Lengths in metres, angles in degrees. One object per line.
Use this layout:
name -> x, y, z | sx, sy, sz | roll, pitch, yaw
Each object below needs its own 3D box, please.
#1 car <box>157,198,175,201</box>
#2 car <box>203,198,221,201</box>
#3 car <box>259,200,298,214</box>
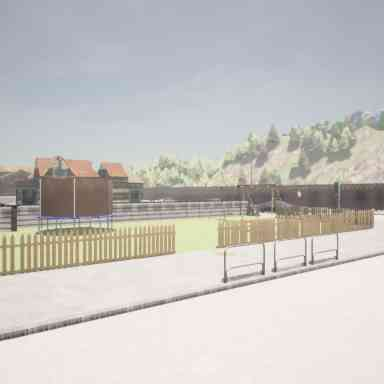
car -> -3.843, 1.601, 52.908 | 1.895, 1.301, 4.718 | 0, 0, -35
car -> 2.891, 1.547, 43.350 | 2.033, 1.411, 5.357 | 0, 0, -35
car -> 8.947, 1.564, 34.800 | 1.994, 1.385, 4.181 | 0, 0, -35
